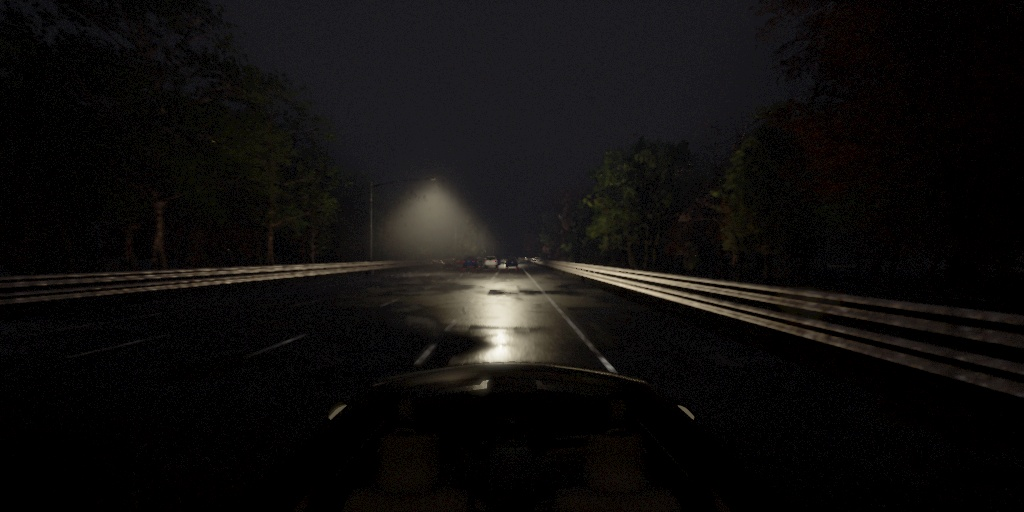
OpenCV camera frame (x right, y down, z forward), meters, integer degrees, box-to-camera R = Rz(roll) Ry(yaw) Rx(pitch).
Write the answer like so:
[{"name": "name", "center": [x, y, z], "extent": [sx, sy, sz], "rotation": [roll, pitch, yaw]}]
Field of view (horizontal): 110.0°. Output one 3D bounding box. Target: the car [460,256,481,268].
[{"name": "car", "center": [-6.986, 1.048, 60.948], "extent": [2.150, 2.045, 5.566], "rotation": [0, 0, 0]}]

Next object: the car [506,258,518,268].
[{"name": "car", "center": [0.014, 1.156, 61.300], "extent": [2.097, 1.767, 4.553], "rotation": [0, 0, 0]}]

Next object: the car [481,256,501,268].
[{"name": "car", "center": [-3.485, 1.047, 60.945], "extent": [2.150, 2.045, 5.566], "rotation": [0, 0, 0]}]

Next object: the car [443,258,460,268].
[{"name": "car", "center": [-10.486, 1.358, 60.917], "extent": [2.033, 1.411, 5.357], "rotation": [0, 0, 0]}]
